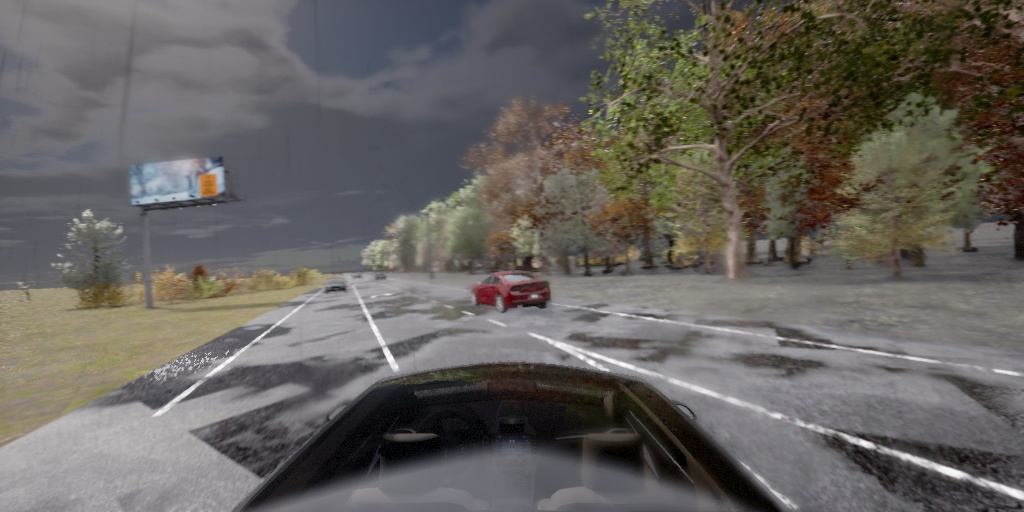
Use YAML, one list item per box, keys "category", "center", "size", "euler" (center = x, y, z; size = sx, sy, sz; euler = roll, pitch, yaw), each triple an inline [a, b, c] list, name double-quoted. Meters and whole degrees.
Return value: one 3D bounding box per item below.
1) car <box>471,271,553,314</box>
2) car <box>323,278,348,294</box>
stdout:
- category: "car"
  center: [-0.211, 1.384, 14.960]
  size: [1.882, 1.535, 5.008]
  euler: [-4, -1, -25]
- category: "car"
  center: [-17.468, 2.931, 35.634]
  size: [1.837, 1.490, 4.892]
  euler: [-4, -1, -25]
